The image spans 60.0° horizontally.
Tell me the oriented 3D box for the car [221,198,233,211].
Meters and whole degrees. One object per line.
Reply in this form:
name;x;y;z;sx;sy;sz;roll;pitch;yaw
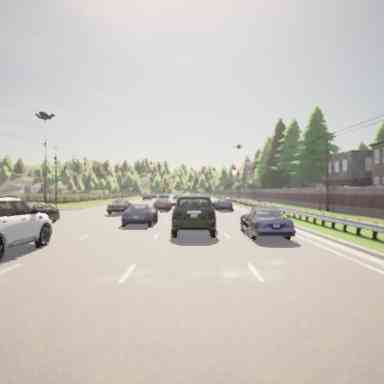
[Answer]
car;3.586;1.425;38.521;1.994;1.385;4.181;0;0;0

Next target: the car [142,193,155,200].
car;-10.528;1.211;78.200;1.837;1.490;4.892;0;0;0

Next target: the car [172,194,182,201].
car;-3.528;1.262;78.619;1.994;1.385;4.181;0;0;0

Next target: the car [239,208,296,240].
car;3.594;1.487;16.631;2.033;1.411;5.357;0;0;0

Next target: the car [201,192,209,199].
car;3.469;0.868;88.594;2.097;1.767;4.553;0;0;0

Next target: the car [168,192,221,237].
car;0.095;1.156;17.743;2.150;2.045;5.566;0;0;0

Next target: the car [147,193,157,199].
car;-10.531;1.039;88.619;2.128;1.511;4.902;0;0;0

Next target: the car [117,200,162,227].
car;-3.408;1.482;22.247;1.994;1.385;4.181;0;0;0

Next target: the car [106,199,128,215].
car;-6.912;1.430;32.508;2.033;1.411;5.357;0;0;0

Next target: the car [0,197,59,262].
car;-6.904;1.177;11.516;2.150;2.045;5.566;0;0;0

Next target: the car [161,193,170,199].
car;-7.031;1.053;88.620;2.033;1.411;5.357;0;0;0

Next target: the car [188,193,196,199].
car;-0.031;1.066;88.623;1.994;1.385;4.181;0;0;0

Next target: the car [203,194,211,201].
car;3.472;1.210;78.205;1.837;1.490;4.892;0;0;0

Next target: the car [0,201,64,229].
car;-10.407;1.410;21.897;2.128;1.511;4.902;0;0;0

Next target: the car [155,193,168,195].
car;-7.028;1.210;78.201;1.837;1.490;4.892;0;0;0

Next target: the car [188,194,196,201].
car;-0.028;1.210;78.204;1.837;1.490;4.892;0;0;0

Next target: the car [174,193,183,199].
car;-3.531;1.053;88.622;2.033;1.411;5.357;0;0;0

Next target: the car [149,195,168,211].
car;-3.414;1.425;38.446;1.994;1.385;4.181;0;0;0

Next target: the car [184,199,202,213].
car;0.087;1.470;36.345;1.895;1.301;4.718;0;0;0
